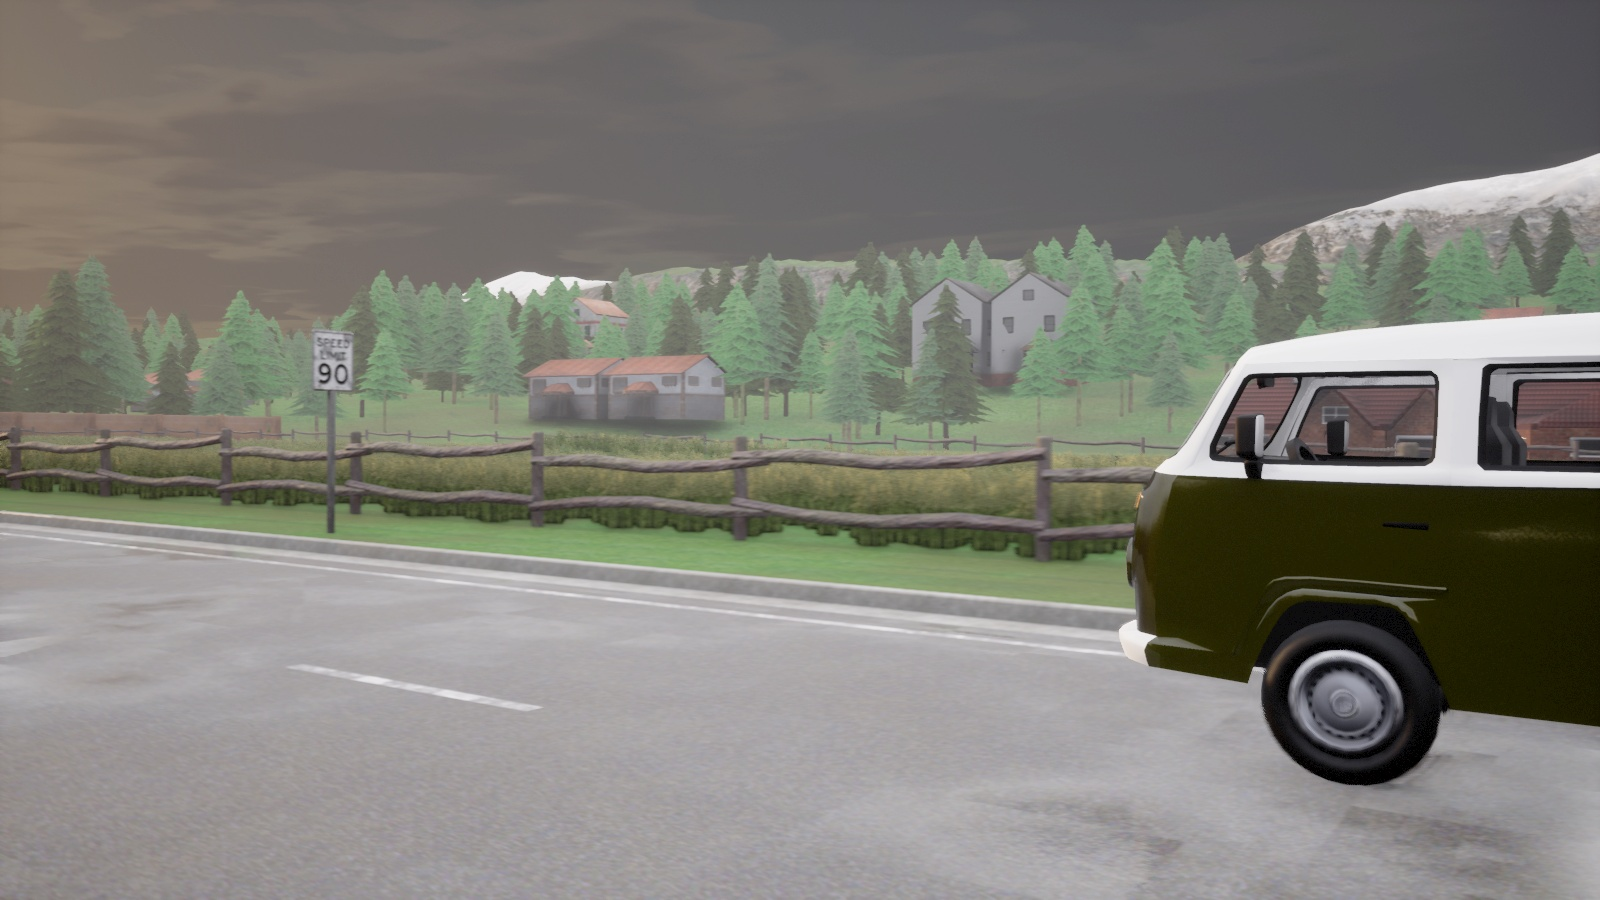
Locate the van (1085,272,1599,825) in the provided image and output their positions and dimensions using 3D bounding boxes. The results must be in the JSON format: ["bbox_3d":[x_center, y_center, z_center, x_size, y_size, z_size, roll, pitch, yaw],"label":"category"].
[{"bbox_3d":[3.742,0.348,5.333,4.480,2.038,2.069,0,1,34],"label":"van"}]
